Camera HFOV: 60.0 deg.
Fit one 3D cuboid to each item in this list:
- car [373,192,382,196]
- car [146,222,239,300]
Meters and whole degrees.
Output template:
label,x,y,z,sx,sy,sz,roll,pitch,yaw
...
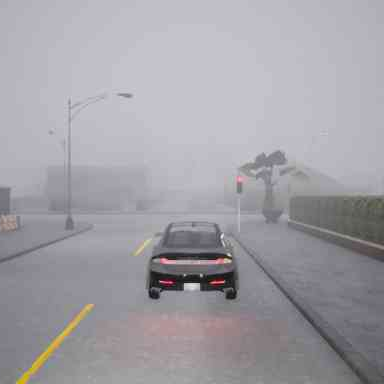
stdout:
label,x,y,z,sx,sy,sz,roll,pitch,yaw
car,38.029,0.955,67.798,1.905,1.878,3.866,0,0,0
car,0.039,1.489,8.395,2.128,1.511,4.902,0,0,1
